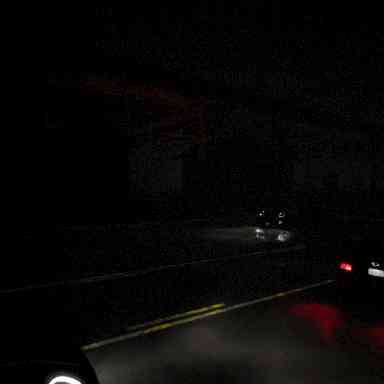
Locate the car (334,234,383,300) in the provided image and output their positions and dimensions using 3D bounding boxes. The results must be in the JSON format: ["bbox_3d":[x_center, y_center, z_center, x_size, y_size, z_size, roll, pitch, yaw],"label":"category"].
[{"bbox_3d":[5.467,1.547,7.658,5.357,1.411,2.033,0,0,-36],"label":"car"}]

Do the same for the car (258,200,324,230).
[{"bbox_3d":[6.390,1.351,21.364,4.553,1.767,2.097,0,0,-35],"label":"car"}]

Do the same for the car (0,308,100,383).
[{"bbox_3d":[-2.769,1.352,1.753,4.553,1.767,2.097,0,0,-36],"label":"car"}]
